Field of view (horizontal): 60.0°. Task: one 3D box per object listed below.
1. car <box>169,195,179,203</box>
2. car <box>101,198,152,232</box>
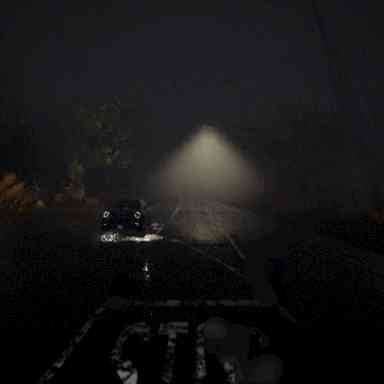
[{"bbox_3d":[-3.853,1.537,71.908,1.837,1.490,4.892,0,0,-1],"label":"car"},{"bbox_3d":[-3.506,1.129,18.486,2.097,1.767,4.553,1,0,0],"label":"car"}]
